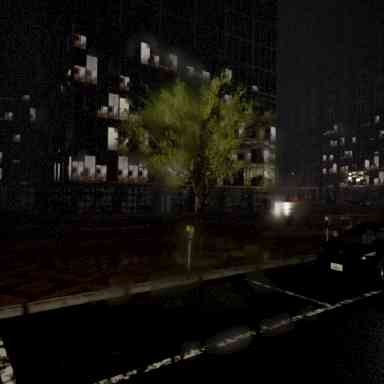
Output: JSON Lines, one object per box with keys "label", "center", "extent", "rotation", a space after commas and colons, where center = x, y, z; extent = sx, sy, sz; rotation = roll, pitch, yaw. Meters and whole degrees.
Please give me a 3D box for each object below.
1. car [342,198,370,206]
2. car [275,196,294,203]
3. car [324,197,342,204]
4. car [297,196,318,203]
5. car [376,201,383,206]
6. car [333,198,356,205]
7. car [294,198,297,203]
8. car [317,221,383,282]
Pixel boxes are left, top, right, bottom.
{"label": "car", "center": [29.610, 1.767, 59.316], "extent": [2.008, 1.369, 4.403], "rotation": [1, -1, -20]}
{"label": "car", "center": [21.896, 1.800, 80.313], "extent": [1.967, 1.590, 4.097], "rotation": [1, -1, -20]}
{"label": "car", "center": [27.683, 1.693, 64.566], "extent": [1.967, 1.590, 4.097], "rotation": [1, -1, -20]}
{"label": "car", "center": [29.285, 1.826, 83.055], "extent": [2.192, 1.841, 5.009], "rotation": [1, -1, -20]}
{"label": "car", "center": [36.942, 1.894, 62.207], "extent": [1.752, 1.417, 4.829], "rotation": [1, -1, -20]}
{"label": "car", "center": [33.141, 1.990, 72.550], "extent": [2.008, 1.369, 4.403], "rotation": [1, -1, -20]}
{"label": "car", "center": [27.352, 2.128, 88.303], "extent": [1.802, 1.307, 4.206], "rotation": [1, -1, -20]}
{"label": "car", "center": [5.565, 1.575, 9.832], "extent": [4.313, 1.339, 1.947], "rotation": [0, 1, -34]}
